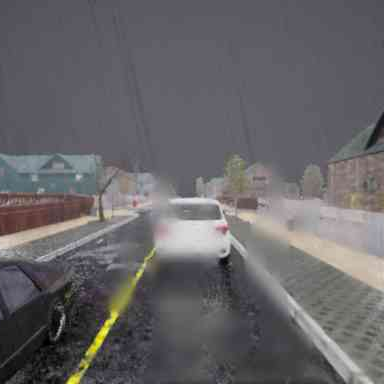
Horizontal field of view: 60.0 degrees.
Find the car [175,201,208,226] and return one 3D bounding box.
[{"bbox_3d":[-0.060,1.466,24.007,2.128,1.511,4.902,0,0,0],"label":"car"}]

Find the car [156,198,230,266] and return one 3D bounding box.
[{"bbox_3d":[0.023,1.205,11.629,2.150,2.045,5.566,0,0,0],"label":"car"}]

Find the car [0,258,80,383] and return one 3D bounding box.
[{"bbox_3d":[-2.858,1.541,3.553,2.033,1.411,5.357,0,0,0],"label":"car"}]
